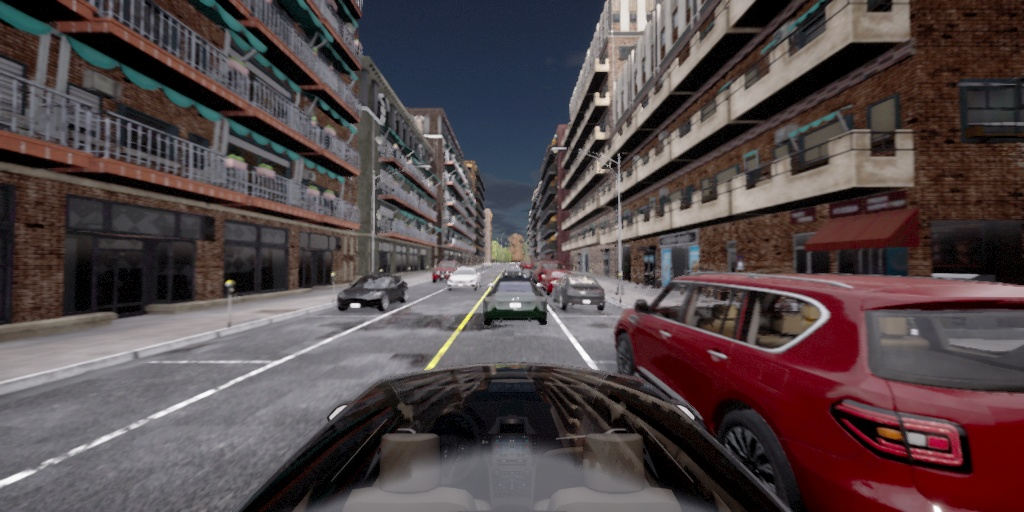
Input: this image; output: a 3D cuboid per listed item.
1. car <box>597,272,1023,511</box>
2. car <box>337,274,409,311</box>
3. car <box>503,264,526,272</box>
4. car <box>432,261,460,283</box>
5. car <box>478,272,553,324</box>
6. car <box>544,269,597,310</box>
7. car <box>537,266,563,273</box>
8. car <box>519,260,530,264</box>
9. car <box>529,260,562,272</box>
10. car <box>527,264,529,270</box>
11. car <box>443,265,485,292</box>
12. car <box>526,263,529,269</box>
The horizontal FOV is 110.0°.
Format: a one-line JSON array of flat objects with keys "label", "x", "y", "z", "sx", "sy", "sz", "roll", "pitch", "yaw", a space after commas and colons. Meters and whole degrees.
[{"label": "car", "x": 2.691, "y": 1.087, "z": 4.016, "sx": 2.192, "sy": 1.841, "sz": 5.009, "roll": 0, "pitch": 0, "yaw": 0}, {"label": "car", "x": -5.689, "y": 1.449, "z": 15.186, "sx": 1.948, "sy": 1.339, "sz": 4.313, "roll": 0, "pitch": 0, "yaw": 0}, {"label": "car", "x": 0.103, "y": 1.671, "z": 34.025, "sx": 1.895, "sy": 1.301, "sz": 4.718, "roll": 0, "pitch": -1, "yaw": 0}, {"label": "car", "x": -5.688, "y": 1.364, "z": 31.888, "sx": 2.192, "sy": 1.841, "sz": 5.009, "roll": 0, "pitch": 0, "yaw": 0}, {"label": "car", "x": 0.100, "y": 1.420, "z": 12.434, "sx": 1.994, "sy": 1.385, "sz": 4.181, "roll": 0, "pitch": 0, "yaw": 0}, {"label": "car", "x": 2.692, "y": 1.433, "z": 15.152, "sx": 2.007, "sy": 1.370, "sz": 4.403, "roll": 0, "pitch": 0, "yaw": 0}, {"label": "car", "x": 2.692, "y": 1.483, "z": 20.719, "sx": 1.888, "sy": 1.381, "sz": 4.507, "roll": 0, "pitch": 0, "yaw": 0}, {"label": "car", "x": 2.694, "y": 1.644, "z": 59.693, "sx": 2.192, "sy": 1.841, "sz": 5.009, "roll": 0, "pitch": 0, "yaw": 0}, {"label": "car", "x": 2.692, "y": 1.308, "z": 26.286, "sx": 2.192, "sy": 1.841, "sz": 5.009, "roll": 0, "pitch": 0, "yaw": 0}, {"label": "car", "x": 2.693, "y": 1.599, "z": 31.854, "sx": 2.007, "sy": 1.370, "sz": 4.403, "roll": 0, "pitch": 0, "yaw": 0}, {"label": "car", "x": -3.051, "y": 1.494, "z": 23.767, "sx": 1.812, "sy": 1.442, "sz": 4.674, "roll": 0, "pitch": -1, "yaw": 0}, {"label": "car", "x": 2.693, "y": 1.670, "z": 37.422, "sx": 1.948, "sy": 1.339, "sz": 4.313, "roll": 0, "pitch": 0, "yaw": 0}]
